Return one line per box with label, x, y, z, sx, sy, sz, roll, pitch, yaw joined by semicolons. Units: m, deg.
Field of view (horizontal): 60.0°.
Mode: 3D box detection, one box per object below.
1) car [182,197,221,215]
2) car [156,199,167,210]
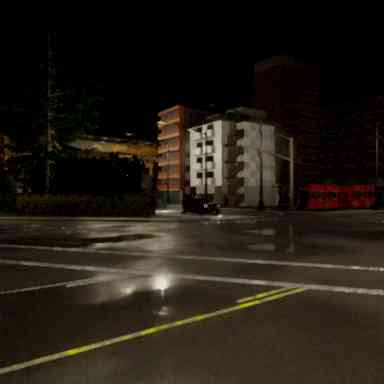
car;0.881;1.347;33.774;2.097;1.767;4.553;0;0;-35
car;-4.821;1.575;41.924;1.994;1.385;4.181;0;0;-35
